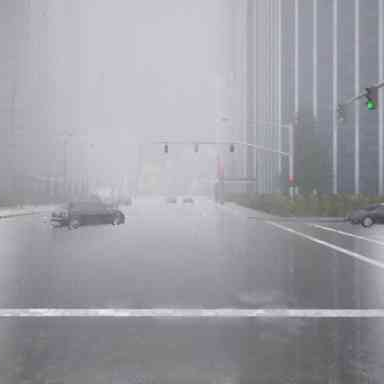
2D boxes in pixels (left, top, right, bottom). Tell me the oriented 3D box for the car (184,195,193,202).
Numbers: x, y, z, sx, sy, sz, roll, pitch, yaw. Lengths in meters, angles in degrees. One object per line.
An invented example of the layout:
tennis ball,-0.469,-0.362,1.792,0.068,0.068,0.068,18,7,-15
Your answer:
car,-0.830,1.387,75.547,1.882,1.535,5.008,0,0,0

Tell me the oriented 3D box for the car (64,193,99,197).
car,-11.086,1.221,34.843,2.150,2.045,5.566,0,0,-1

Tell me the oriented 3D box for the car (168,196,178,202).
car,-4.326,1.540,75.217,2.033,1.411,5.357,0,0,0

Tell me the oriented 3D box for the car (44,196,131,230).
car,-6.545,1.352,21.198,2.097,1.767,4.553,0,0,41

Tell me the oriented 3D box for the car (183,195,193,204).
car,-0.745,1.526,65.296,1.812,1.442,4.674,0,0,0

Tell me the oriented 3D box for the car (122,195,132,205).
car,-11.244,1.352,54.579,2.097,1.767,4.553,0,0,-1

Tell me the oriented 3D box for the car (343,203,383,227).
car,12.633,1.505,22.033,4.892,1.490,1.837,0,0,0

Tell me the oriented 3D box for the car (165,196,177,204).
car,-4.142,1.601,64.957,1.895,1.301,4.718,0,0,0

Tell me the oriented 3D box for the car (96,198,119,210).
car,-11.170,1.564,44.372,1.994,1.385,4.181,0,0,-1

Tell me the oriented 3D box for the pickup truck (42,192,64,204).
pickup truck,-24.323,1.059,59.995,2.390,2.098,6.274,0,0,30
